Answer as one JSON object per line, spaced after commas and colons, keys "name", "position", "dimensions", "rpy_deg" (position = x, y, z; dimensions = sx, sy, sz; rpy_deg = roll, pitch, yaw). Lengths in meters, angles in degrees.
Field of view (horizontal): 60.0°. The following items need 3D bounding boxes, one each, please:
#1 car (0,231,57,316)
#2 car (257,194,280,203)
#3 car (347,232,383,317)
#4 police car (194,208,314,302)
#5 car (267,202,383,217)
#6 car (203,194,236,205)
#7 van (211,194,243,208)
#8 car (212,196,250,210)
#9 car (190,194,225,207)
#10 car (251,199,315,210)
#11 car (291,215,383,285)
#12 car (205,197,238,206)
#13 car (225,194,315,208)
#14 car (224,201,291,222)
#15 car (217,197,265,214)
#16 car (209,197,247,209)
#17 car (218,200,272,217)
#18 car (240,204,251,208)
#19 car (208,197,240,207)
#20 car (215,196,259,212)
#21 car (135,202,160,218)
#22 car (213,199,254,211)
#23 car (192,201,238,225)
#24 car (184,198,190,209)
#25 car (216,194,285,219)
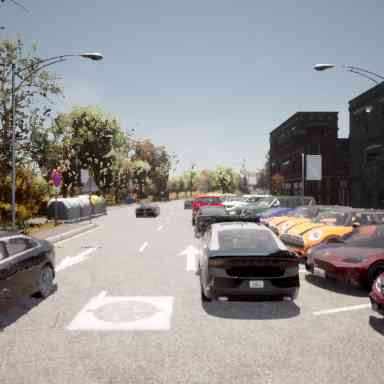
{"name": "car", "position": [-3.975, 1.493, 5.659], "dimensions": [2.128, 1.511, 4.902], "rpy_deg": [0, 0, 0]}
{"name": "car", "position": [18.074, 1.464, 78.777], "dimensions": [2.435, 2.045, 5.566], "rpy_deg": [0, 0, -22]}
{"name": "car", "position": [5.289, 1.527, 5.656], "dimensions": [4.674, 1.452, 2.002], "rpy_deg": [1, 0, -20]}
{"name": "police car", "position": [1.133, 1.428, 8.469], "dimensions": [1.930, 1.638, 5.238], "rpy_deg": [0, 0, 0]}
{"name": "car", "position": [5.303, 1.366, 11.668], "dimensions": [4.553, 1.767, 2.185], "rpy_deg": [1, 0, -20]}
{"name": "car", "position": [5.171, 1.391, 62.734], "dimensions": [5.566, 2.045, 2.435], "rpy_deg": [1, 0, -20]}
{"name": "van", "position": [5.318, 1.371, 50.742], "dimensions": [4.442, 1.987, 1.878], "rpy_deg": [1, -1, -20]}
{"name": "car", "position": [5.259, 1.447, 44.693], "dimensions": [4.553, 1.767, 2.185], "rpy_deg": [1, 0, -20]}
{"name": "car", "position": [1.097, 1.250, 24.390], "dimensions": [2.150, 2.045, 5.566], "rpy_deg": [0, 0, 0]}
{"name": "car", "position": [5.298, 1.369, 14.669], "dimensions": [4.553, 1.767, 2.185], "rpy_deg": [1, 0, -20]}
{"name": "car", "position": [5.250, 1.518, 8.648], "dimensions": [4.792, 1.488, 2.163], "rpy_deg": [1, 0, -20]}
{"name": "car", "position": [5.006, 1.613, 56.639], "dimensions": [5.366, 1.575, 1.946], "rpy_deg": [1, 0, -20]}
{"name": "car", "position": [5.247, 1.251, 20.644], "dimensions": [5.566, 2.045, 2.435], "rpy_deg": [1, 0, -20]}
{"name": "car", "position": [5.222, 1.545, 26.659], "dimensions": [4.792, 1.488, 2.163], "rpy_deg": [1, 0, -20]}
{"name": "car", "position": [5.209, 1.414, 35.675], "dimensions": [4.553, 1.767, 2.185], "rpy_deg": [1, 0, -20]}
{"name": "car", "position": [5.209, 1.583, 47.696], "dimensions": [5.008, 1.535, 2.097], "rpy_deg": [1, -1, -20]}
{"name": "car", "position": [5.219, 1.560, 32.660], "dimensions": [4.792, 1.488, 2.163], "rpy_deg": [1, 0, -20]}
{"name": "car", "position": [5.257, 1.538, 17.666], "dimensions": [4.674, 1.452, 2.002], "rpy_deg": [1, 0, -20]}
{"name": "car", "position": [5.200, 1.647, 53.698], "dimensions": [4.674, 1.452, 2.002], "rpy_deg": [1, 0, -20]}
{"name": "car", "position": [5.205, 1.424, 38.676], "dimensions": [4.553, 1.767, 2.185], "rpy_deg": [1, 0, -20]}
{"name": "car", "position": [-4.076, 1.641, 30.934], "dimensions": [1.895, 1.301, 4.718], "rpy_deg": [0, 0, 0]}
{"name": "car", "position": [5.232, 1.601, 41.684], "dimensions": [4.674, 1.452, 2.002], "rpy_deg": [1, 0, -20]}
{"name": "car", "position": [1.108, 1.491, 18.359], "dimensions": [1.882, 1.535, 5.008], "rpy_deg": [0, 0, 0]}
{"name": "car", "position": [-0.129, 1.587, 46.917], "dimensions": [2.128, 1.511, 4.902], "rpy_deg": [0, 0, 0]}
{"name": "car", "position": [5.225, 1.271, 29.661], "dimensions": [5.566, 2.045, 2.435], "rpy_deg": [1, 0, -20]}
